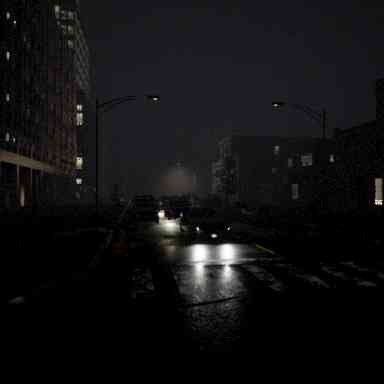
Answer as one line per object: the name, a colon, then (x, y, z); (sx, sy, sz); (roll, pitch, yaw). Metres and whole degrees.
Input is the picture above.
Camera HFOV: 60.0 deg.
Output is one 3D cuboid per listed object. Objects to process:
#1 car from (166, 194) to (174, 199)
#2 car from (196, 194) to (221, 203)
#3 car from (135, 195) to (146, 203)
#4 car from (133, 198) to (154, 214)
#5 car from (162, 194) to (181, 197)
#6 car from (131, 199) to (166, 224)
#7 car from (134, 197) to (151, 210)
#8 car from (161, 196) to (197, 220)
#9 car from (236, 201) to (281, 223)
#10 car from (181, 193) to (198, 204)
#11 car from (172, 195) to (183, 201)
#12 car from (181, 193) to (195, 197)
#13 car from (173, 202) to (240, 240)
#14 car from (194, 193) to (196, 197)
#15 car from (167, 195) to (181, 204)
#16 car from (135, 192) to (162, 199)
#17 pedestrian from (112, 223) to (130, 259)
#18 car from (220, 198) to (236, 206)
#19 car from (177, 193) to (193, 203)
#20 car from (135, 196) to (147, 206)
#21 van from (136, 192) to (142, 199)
car: (-5.934, 1.244, 90.167); (1.802, 1.307, 4.206); (1, 0, -10)
car: (2.313, 1.162, 41.020); (2.192, 1.841, 5.009); (1, 0, -10)
car: (-9.619, 1.281, 61.479); (1.947, 1.339, 4.313); (1, 0, -10)
car: (-5.038, 1.375, 34.176); (2.008, 1.369, 4.403); (1, 0, -10)
car: (-2.823, 1.181, 36.691); (2.097, 1.767, 4.553); (0, 0, -10)
car: (-3.206, 1.422, 23.254); (2.008, 1.369, 4.403); (1, 0, -10)
car: (-5.954, 1.346, 39.636); (1.887, 1.381, 4.507); (1, 0, -10)
car: (-1.151, 1.350, 26.618); (1.882, 1.535, 5.008); (0, 0, -9)
car: (5.031, 1.441, 24.806); (1.752, 1.417, 4.829); (1, 0, -10)
car: (-0.435, 1.097, 57.403); (2.192, 1.841, 5.009); (1, 0, -10)
car: (-3.186, 1.286, 73.785); (1.947, 1.339, 4.313); (1, 0, -10)
car: (-1.263, 1.287, 46.343); (1.882, 1.535, 5.008); (0, 0, -9)
car: (0.504, 1.463, 16.776); (2.033, 1.411, 5.357); (0, 0, -10)
car: (0.451, 1.328, 52.110); (1.752, 1.417, 4.829); (1, 0, -10)
car: (-3.030, 1.273, 56.584); (1.837, 1.490, 4.892); (0, 0, -10)
car: (-4.120, 1.162, 28.715); (2.192, 1.841, 5.009); (1, 0, -10)
pedestrian: (-2.254, 1.494, 10.548); (0.375, 1.300, 0.375); (1, 0, -10)
car: (4.143, 1.475, 30.100); (1.802, 1.307, 4.206); (1, 0, -10)
car: (-1.351, 1.076, 62.863); (2.192, 1.841, 5.009); (1, 0, -10)
car: (-7.758, 1.283, 50.390); (1.752, 1.417, 4.829); (1, 0, -10)
van: (-14.197, 0.958, 88.782); (1.690, 1.788, 3.998); (1, 0, -10)
